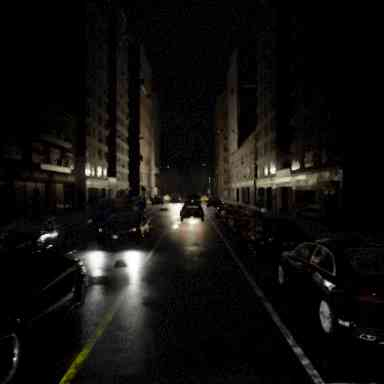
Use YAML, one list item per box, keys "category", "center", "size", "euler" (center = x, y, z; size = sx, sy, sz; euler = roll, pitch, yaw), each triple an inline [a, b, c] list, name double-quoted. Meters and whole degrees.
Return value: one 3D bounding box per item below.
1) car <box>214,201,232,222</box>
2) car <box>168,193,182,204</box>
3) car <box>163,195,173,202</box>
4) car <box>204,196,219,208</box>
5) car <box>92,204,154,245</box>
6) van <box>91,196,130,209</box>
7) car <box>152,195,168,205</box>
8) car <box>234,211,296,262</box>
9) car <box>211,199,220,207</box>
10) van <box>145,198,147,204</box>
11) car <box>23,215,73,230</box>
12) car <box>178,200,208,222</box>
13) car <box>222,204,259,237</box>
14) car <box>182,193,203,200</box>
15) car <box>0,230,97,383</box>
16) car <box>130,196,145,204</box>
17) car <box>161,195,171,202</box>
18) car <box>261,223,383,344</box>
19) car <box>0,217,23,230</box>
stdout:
- category: "car"
  center: [2.860, 1.543, 22.954]
  size: [2.008, 1.369, 4.403]
  euler: [0, 0, 0]
- category: "car"
  center: [-3.022, 1.309, 62.537]
  size: [2.097, 1.767, 4.553]
  euler: [0, 0, 1]
- category: "car"
  center: [-5.659, 1.497, 78.214]
  size: [2.008, 1.369, 4.403]
  euler: [0, 0, 0]
- category: "car"
  center: [3.006, 1.451, 46.515]
  size: [1.882, 1.535, 5.008]
  euler: [0, 0, 0]
- category: "car"
  center: [-3.048, 1.521, 15.606]
  size: [1.812, 1.442, 4.674]
  euler: [0, 0, 1]
- category: "van"
  center: [-5.666, 1.333, 22.956]
  size: [1.690, 1.788, 3.998]
  euler: [0, 0, 0]
- category: "car"
  center: [-5.662, 1.403, 56.111]
  size: [1.967, 1.590, 4.097]
  euler: [0, 0, 0]
- category: "car"
  center: [2.858, 1.563, 11.903]
  size: [1.947, 1.339, 4.313]
  euler: [0, 0, 0]
- category: "car"
  center: [2.860, 1.571, 28.480]
  size: [1.802, 1.307, 4.206]
  euler: [0, 0, 0]
- category: "van"
  center: [-5.662, 1.325, 34.007]
  size: [1.690, 1.788, 3.998]
  euler: [0, 0, 0]
- category: "car"
  center: [-5.668, 1.548, 11.905]
  size: [2.008, 1.369, 4.403]
  euler: [0, 0, 0]
- category: "car"
  center: [0.017, 1.591, 26.541]
  size: [1.895, 1.301, 4.718]
  euler: [0, 0, 0]
- category: "car"
  center: [2.859, 1.540, 17.429]
  size: [1.887, 1.381, 4.507]
  euler: [0, 0, 0]
- category: "car"
  center: [0.082, 1.196, 45.180]
  size: [2.150, 2.045, 5.566]
  euler: [0, 0, 0]
- category: "car"
  center: [-3.087, 1.563, 5.033]
  size: [1.994, 1.385, 4.181]
  euler: [0, 0, 0]
- category: "car"
  center: [-5.665, 1.303, 28.482]
  size: [2.192, 1.841, 5.009]
  euler: [0, 0, 0]
- category: "car"
  center: [-5.660, 1.475, 72.519]
  size: [1.752, 1.417, 4.829]
  euler: [0, 0, 0]
- category: "car"
  center: [2.857, 1.550, 6.376]
  size: [2.008, 1.369, 4.403]
  euler: [0, 0, 0]
- category: "car"
  center: [-5.669, 1.314, 6.378]
  size: [2.192, 1.841, 5.009]
  euler: [0, 0, 0]
